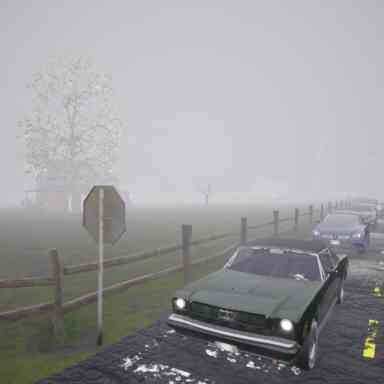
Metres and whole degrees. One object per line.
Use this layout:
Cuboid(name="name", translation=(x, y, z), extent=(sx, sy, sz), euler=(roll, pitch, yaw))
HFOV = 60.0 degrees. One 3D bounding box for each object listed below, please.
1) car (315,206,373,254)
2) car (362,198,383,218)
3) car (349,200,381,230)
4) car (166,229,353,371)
Cuboid(name="car", translation=(6.280, 1.529, 13.816), extent=(1.812, 1.442, 4.674), euler=(0, 0, 31))
Cuboid(name="car", translation=(16.027, 1.357, 29.951), extent=(2.097, 1.767, 4.553), euler=(0, 0, 31))
Cuboid(name="car", translation=(10.933, 1.509, 21.536), extent=(1.837, 1.490, 4.892), euler=(0, 0, 31))
Cuboid(name="car", translation=(1.559, 1.602, 5.991), extent=(1.895, 1.301, 4.718), euler=(0, 0, 31))
